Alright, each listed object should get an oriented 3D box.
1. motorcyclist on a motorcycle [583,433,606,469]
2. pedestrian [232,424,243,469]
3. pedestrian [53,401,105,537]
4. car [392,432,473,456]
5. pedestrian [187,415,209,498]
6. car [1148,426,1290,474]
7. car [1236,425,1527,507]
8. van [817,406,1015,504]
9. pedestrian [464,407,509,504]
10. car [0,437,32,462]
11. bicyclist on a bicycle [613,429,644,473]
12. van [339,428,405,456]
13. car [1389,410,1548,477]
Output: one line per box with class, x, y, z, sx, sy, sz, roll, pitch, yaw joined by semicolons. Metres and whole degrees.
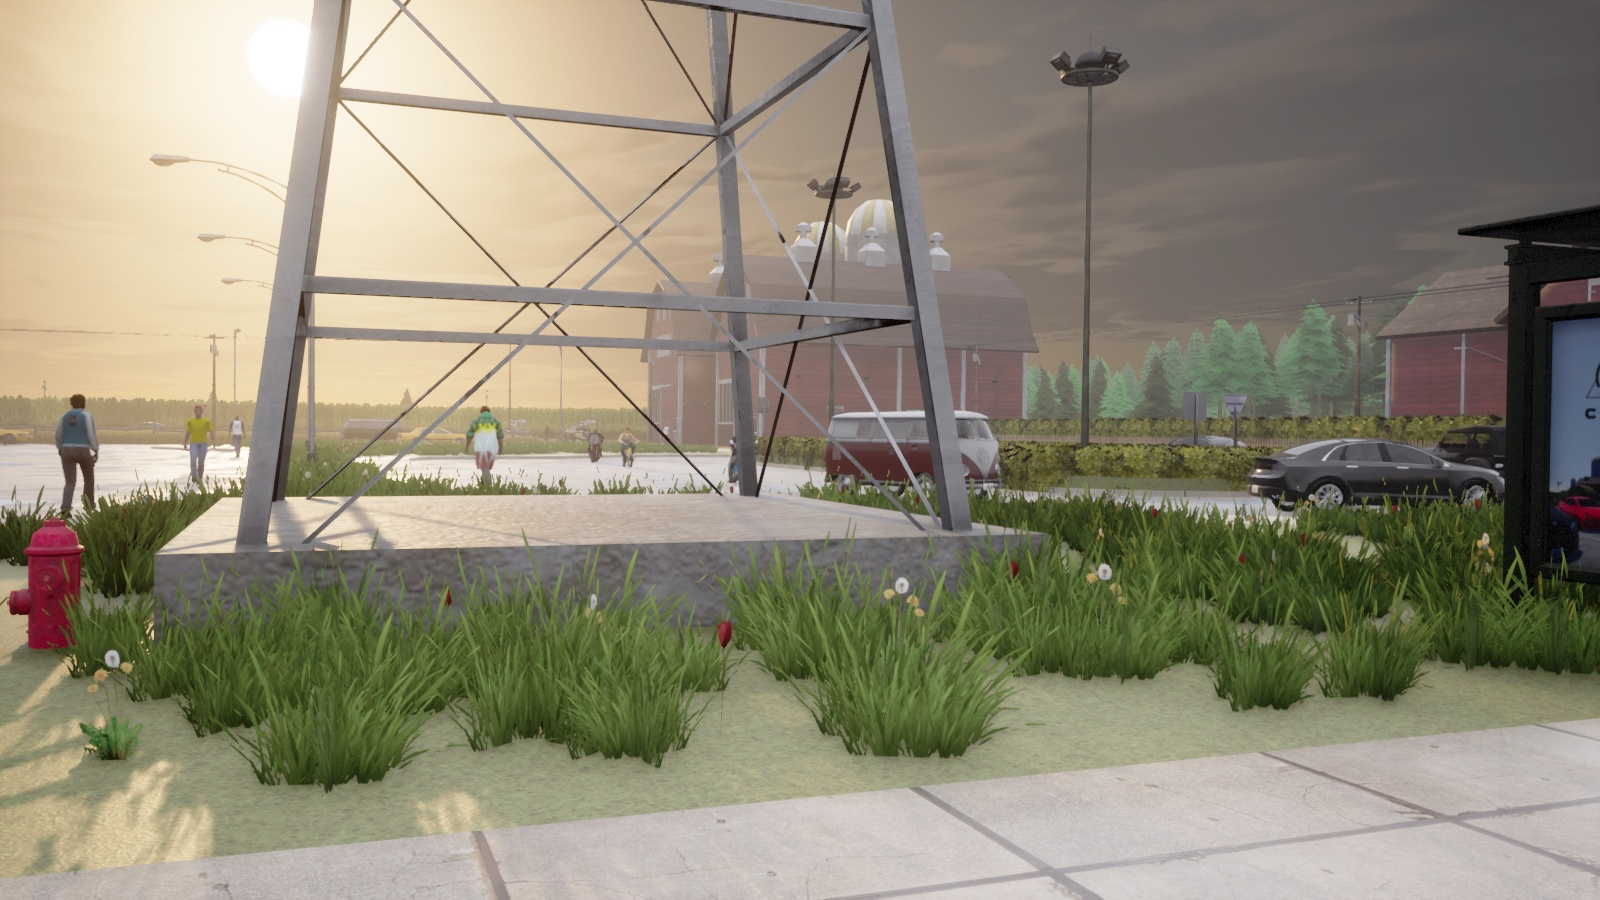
motorcyclist on a motorcycle;-8.993;0.037;55.008;0.866;1.530;2.191;0;1;-6
pedestrian;-23.234;-0.140;51.860;0.354;1.836;0.706;-1;1;-23
pedestrian;-10.487;0.269;18.277;0.396;1.930;0.692;-1;1;-8
car;-26.359;-0.443;90.098;5.366;1.575;1.801;-1;1;-21
pedestrian;-13.473;0.141;28.104;0.354;1.836;0.706;-1;1;-20
car;14.093;-0.038;42.569;1.837;1.490;4.892;-1;1;-21
car;11.320;0.283;24.632;4.892;1.490;1.837;-1;1;-4
van;2.466;0.076;27.728;1.775;1.987;4.442;-1;1;-38
pedestrian;-6.436;0.101;25.798;0.659;1.952;0.873;-1;1;-30
car;-52.307;-0.004;80.133;5.366;1.575;1.801;-1;1;-21
bicyclist on a bicycle;-6.576;0.025;48.061;0.866;1.612;1.509;-1;1;-21
van;-31.321;-0.606;91.929;4.442;1.987;1.775;-1;1;-21
car;19.831;-0.224;37.410;1.905;1.878;3.866;-1;1;-21
